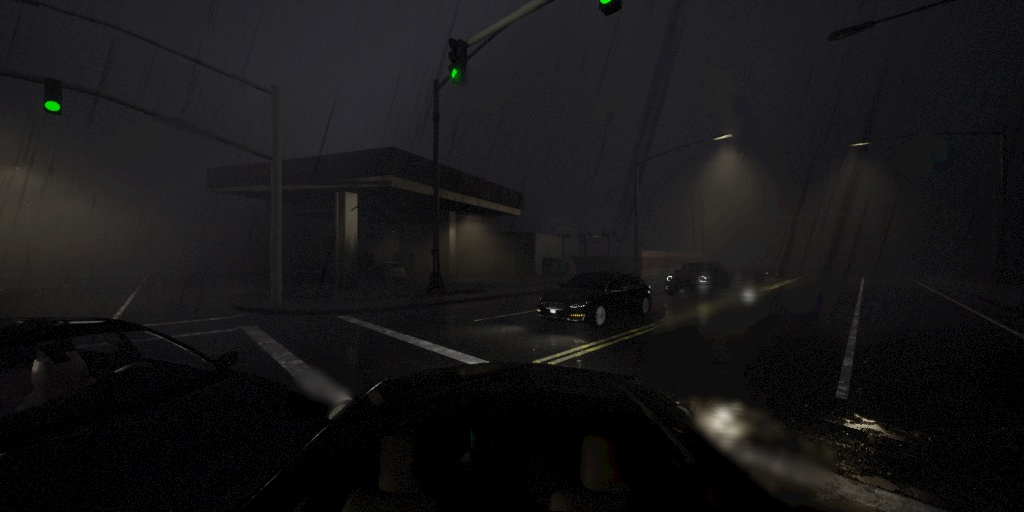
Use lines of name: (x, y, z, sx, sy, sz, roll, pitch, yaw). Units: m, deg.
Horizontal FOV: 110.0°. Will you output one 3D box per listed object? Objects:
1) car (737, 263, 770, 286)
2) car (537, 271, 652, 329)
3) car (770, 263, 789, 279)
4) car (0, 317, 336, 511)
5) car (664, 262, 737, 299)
car: (16.495, 1.314, 25.349, 1.994, 1.385, 4.181, 0, 0, 44)
car: (2.812, 1.255, 11.510, 1.837, 1.490, 4.892, 0, 0, 44)
car: (23.586, 1.314, 32.446, 4.181, 1.385, 1.994, 0, 0, -45)
car: (-3.435, 1.242, 2.455, 4.902, 1.511, 2.128, 0, 0, 15)
car: (9.610, 1.102, 18.397, 2.097, 1.767, 4.553, 0, 0, 45)
